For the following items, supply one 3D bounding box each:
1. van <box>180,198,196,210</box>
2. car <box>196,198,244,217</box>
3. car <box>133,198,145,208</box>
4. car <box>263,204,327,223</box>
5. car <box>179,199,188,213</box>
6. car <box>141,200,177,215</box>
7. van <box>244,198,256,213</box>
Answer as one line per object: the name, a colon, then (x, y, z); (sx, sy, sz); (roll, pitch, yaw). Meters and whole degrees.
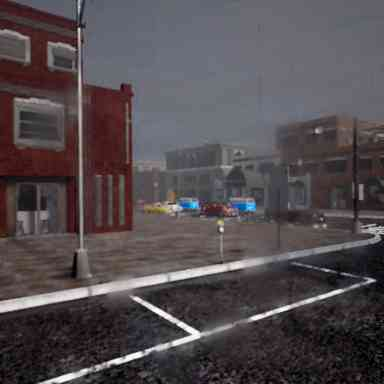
van: (-0.667, 1.822, 50.306); (1.690, 1.788, 3.998); (-2, 0, -36)
car: (2.908, 1.698, 35.669); (2.097, 1.767, 4.553); (-1, 0, -36)
car: (-10.710, 2.037, 63.997); (2.192, 1.841, 5.009); (-2, 0, -36)
car: (8.509, 1.759, 28.040); (2.033, 1.411, 5.357); (-1, 0, -36)
car: (-3.015, 2.013, 43.761); (1.812, 1.442, 4.674); (-1, 0, -36)
car: (-3.968, 2.014, 40.705); (1.752, 1.417, 4.829); (-2, 0, -36)
van: (6.028, 1.662, 41.181); (1.690, 1.788, 3.998); (-2, 0, -36)
